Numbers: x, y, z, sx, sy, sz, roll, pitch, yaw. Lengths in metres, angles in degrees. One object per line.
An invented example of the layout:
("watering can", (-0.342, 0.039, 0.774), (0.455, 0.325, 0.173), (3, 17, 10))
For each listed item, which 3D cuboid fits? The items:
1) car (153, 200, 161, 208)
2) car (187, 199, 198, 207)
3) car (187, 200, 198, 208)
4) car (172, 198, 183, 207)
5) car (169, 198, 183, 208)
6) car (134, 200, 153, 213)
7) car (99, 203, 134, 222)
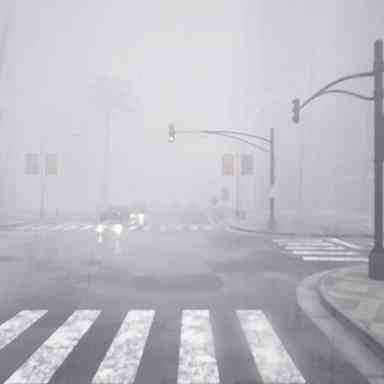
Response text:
("car", (-6.473, 2.150, 58.163), (1.994, 1.385, 4.181), (0, -1, 1))
("car", (0.103, 2.275, 69.380), (2.033, 1.411, 5.357), (0, -1, 0))
("car", (0.138, 2.205, 59.377), (1.895, 1.301, 4.718), (0, -1, 1))
("car", (-3.086, 2.130, 70.182), (2.097, 1.767, 4.553), (0, -1, 0))
("car", (-3.061, 2.155, 59.607), (2.033, 1.411, 5.357), (0, -1, -1))
("car", (-6.531, 1.850, 41.657), (2.128, 1.511, 4.902), (0, -1, 0))
("car", (-6.558, 1.821, 28.721), (1.895, 1.301, 4.718), (0, -1, 0))
